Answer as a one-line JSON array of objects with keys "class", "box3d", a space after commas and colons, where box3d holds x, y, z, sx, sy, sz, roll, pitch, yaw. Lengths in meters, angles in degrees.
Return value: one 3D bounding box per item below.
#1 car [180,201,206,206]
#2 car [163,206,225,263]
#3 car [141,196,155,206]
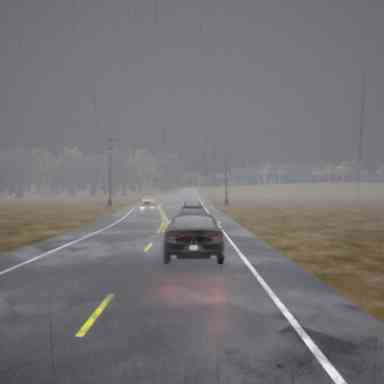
[{"class": "car", "box3d": [0.055, 1.456, 26.329, 2.128, 1.511, 4.902, 0, 0, 0]}, {"class": "car", "box3d": [0.065, 1.462, 11.905, 1.882, 1.535, 5.008, 0, -1, 0]}, {"class": "car", "box3d": [-6.652, 1.355, 50.775, 1.882, 1.535, 5.008, 0, 0, -4]}]
